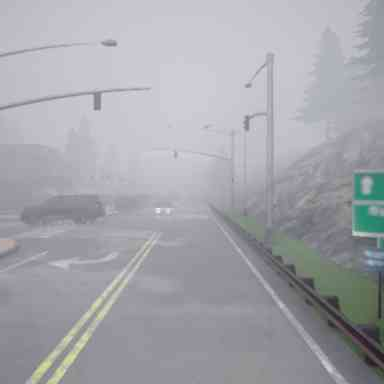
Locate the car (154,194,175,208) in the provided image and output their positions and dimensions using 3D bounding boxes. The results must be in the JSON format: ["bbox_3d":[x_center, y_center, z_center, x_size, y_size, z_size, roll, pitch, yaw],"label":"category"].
[{"bbox_3d":[-3.580,1.314,42.380,1.994,1.385,4.181,0,0,0],"label":"car"}]

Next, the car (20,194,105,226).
[{"bbox_3d":[-8.938,1.211,23.207,5.566,2.045,2.150,-2,0,1],"label":"car"}]

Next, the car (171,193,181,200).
[{"bbox_3d":[-3.489,1.056,73.617,1.837,1.490,4.892,0,0,0],"label":"car"}]

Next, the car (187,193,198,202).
[{"bbox_3d":[0.010,0.967,65.753,2.097,1.767,4.553,0,0,0],"label":"car"}]

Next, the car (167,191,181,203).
[{"bbox_3d":[-3.524,0.870,59.624,2.150,2.045,5.566,0,0,1],"label":"car"}]
